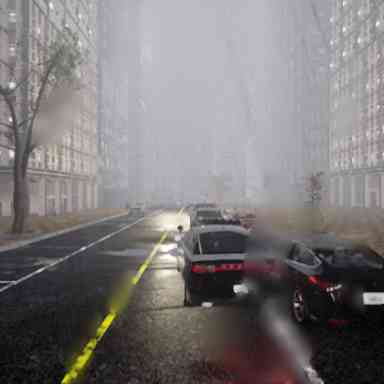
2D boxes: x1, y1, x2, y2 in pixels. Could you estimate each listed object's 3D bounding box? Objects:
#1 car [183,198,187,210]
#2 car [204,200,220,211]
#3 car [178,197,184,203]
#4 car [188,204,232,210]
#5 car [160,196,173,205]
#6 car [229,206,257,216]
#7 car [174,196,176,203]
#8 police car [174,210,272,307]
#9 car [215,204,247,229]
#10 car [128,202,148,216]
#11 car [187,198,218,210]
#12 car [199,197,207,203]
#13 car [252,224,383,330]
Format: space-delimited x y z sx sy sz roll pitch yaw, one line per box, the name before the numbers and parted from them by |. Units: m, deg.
car | 0.128 1.881 45.887 1.994 1.385 4.181 0 0 -1
car | 2.766 1.866 46.472 1.887 1.381 4.507 -1 0 0
car | -2.836 2.114 90.425 1.837 1.490 4.892 0 0 0
car | 0.851 1.634 18.238 1.837 1.490 4.892 0 0 0
car | -5.573 1.995 68.869 1.752 1.417 4.829 -1 0 0
car | 2.714 1.673 18.258 1.887 1.381 4.507 -1 0 0
car | -5.544 1.895 85.964 2.192 1.841 5.009 -1 0 0
police car | 0.619 1.484 8.306 1.930 1.638 5.238 0 0 -5
car | 2.725 1.694 24.071 1.752 1.417 4.829 -1 0 0
car | -5.635 1.795 35.191 2.008 1.369 4.403 -1 0 0
car | 0.891 1.521 24.209 2.097 1.767 4.553 0 0 0
car | 2.840 2.131 85.970 2.008 1.369 4.403 -1 0 0
car | 2.694 1.616 6.973 1.947 1.339 4.313 -1 0 0
